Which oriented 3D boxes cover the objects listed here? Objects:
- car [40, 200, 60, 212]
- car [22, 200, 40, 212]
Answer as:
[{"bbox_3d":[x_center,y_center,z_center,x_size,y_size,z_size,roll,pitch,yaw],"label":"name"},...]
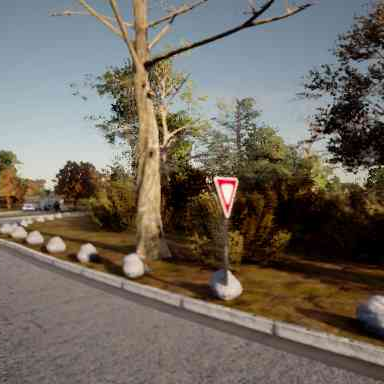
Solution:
[{"bbox_3d":[-25.738,2.475,61.237,2.150,2.045,5.566,0,-1,-12],"label":"car"},{"bbox_3d":[-28.781,2.494,60.015,2.150,2.045,5.566,0,-1,-12],"label":"car"}]
